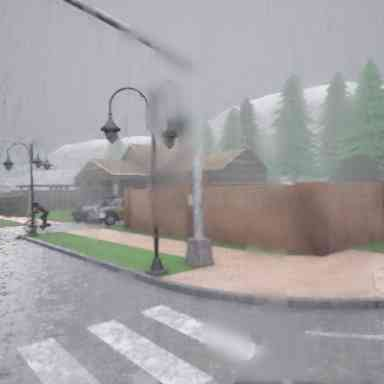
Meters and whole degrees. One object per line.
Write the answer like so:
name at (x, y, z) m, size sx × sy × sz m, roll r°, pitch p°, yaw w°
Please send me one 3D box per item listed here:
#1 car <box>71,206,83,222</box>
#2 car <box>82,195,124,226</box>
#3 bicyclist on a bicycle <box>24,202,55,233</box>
car at (-6.407, 1.196, 23.677) m, size 3.866 × 1.878 × 1.905 m, roll -2°, pitch 0°, yaw -41°
car at (-4.458, 1.153, 22.043) m, size 4.605 × 1.855 × 1.932 m, roll -2°, pitch 0°, yaw -41°
bicyclist on a bicycle at (-8.330, 1.381, 18.194) m, size 1.656 × 1.620 × 0.582 m, roll -2°, pitch 0°, yaw -41°
